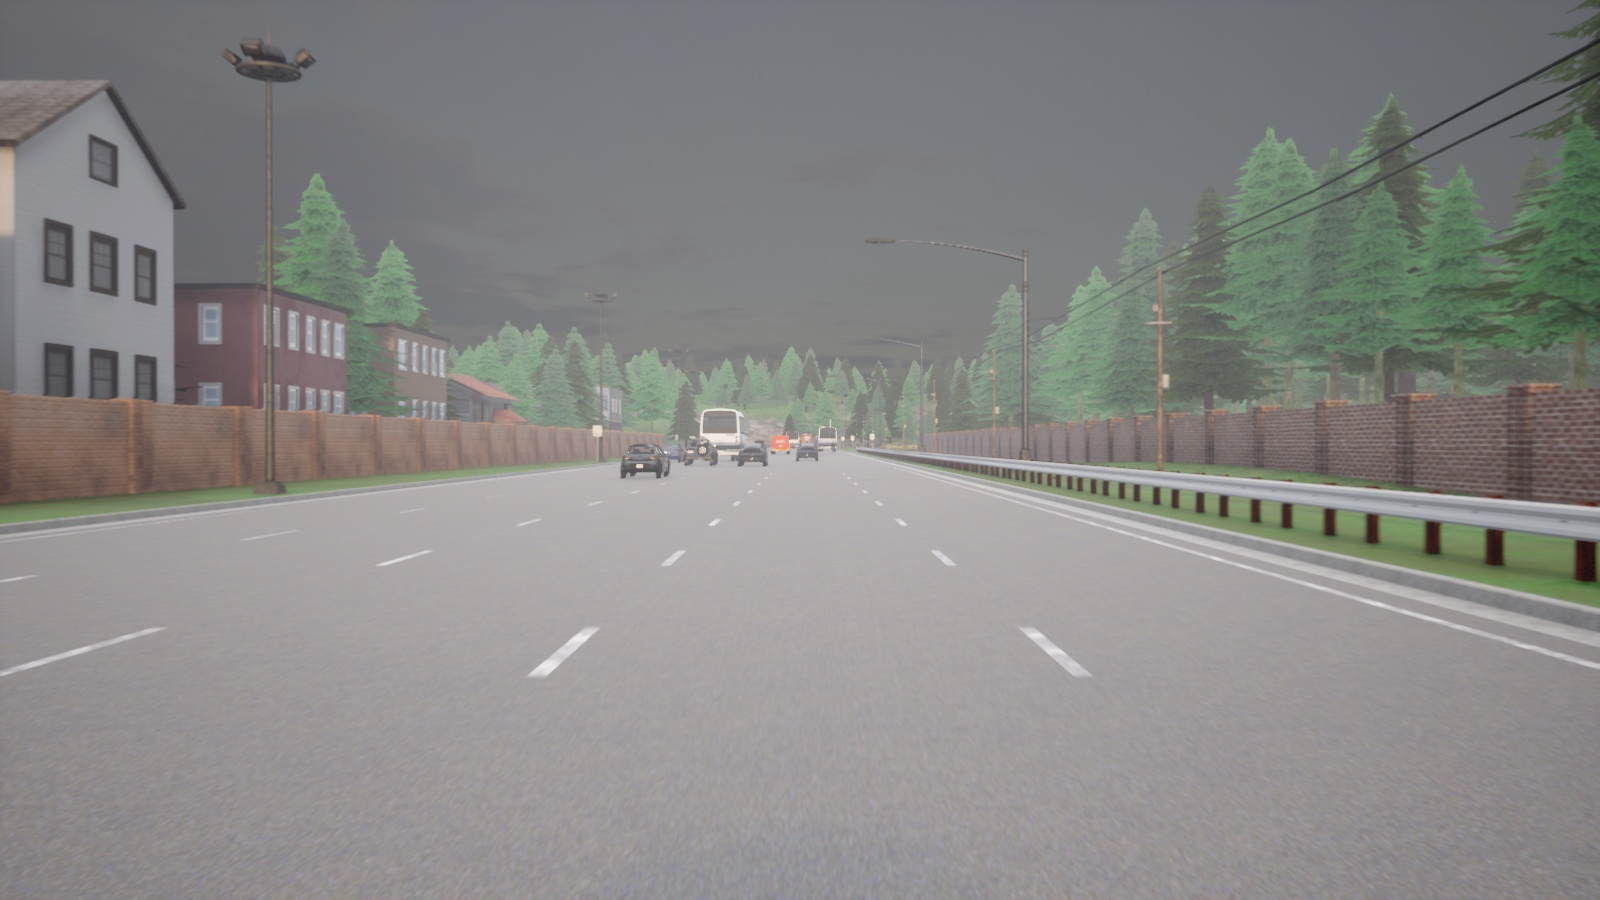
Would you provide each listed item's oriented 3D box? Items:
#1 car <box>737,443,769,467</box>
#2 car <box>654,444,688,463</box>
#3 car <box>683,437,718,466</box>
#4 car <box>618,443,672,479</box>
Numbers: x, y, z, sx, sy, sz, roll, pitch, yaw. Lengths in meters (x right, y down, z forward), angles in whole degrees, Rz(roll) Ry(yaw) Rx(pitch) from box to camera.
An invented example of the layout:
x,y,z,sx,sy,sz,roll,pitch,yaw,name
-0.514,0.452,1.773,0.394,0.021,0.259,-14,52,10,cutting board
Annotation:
x,y,z,sx,sy,sz,roll,pitch,yaw,name
-3.025,0.297,81.065,1.837,1.490,4.892,0,0,0,car
-9.933,0.244,97.213,2.033,1.411,5.357,0,0,0,car
-6.515,0.094,82.800,1.932,1.855,4.605,0,0,0,car
-6.676,0.451,54.485,1.816,1.474,4.193,0,0,0,car
